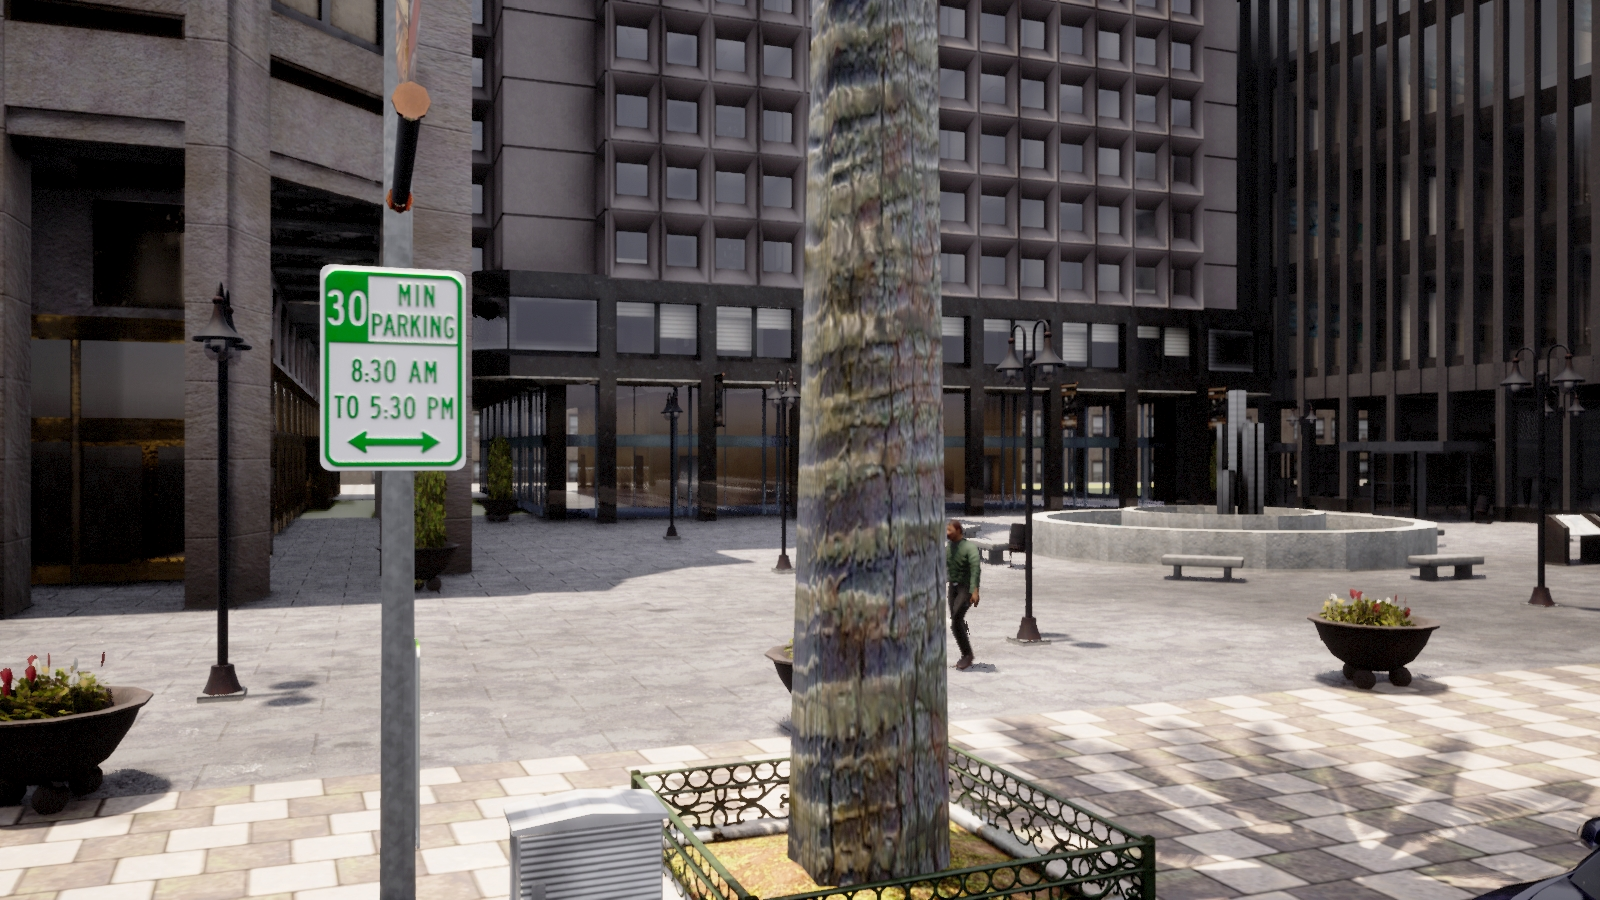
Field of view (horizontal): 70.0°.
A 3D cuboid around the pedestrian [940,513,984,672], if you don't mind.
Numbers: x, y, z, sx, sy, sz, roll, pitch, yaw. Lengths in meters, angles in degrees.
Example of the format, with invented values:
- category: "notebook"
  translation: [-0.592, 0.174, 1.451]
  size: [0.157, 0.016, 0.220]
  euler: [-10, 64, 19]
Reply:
- category: "pedestrian"
  translation: [1.962, 1.709, 13.814]
  size: [0.375, 1.860, 0.375]
  euler: [0, 0, -32]
